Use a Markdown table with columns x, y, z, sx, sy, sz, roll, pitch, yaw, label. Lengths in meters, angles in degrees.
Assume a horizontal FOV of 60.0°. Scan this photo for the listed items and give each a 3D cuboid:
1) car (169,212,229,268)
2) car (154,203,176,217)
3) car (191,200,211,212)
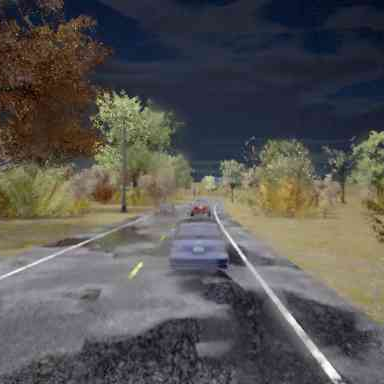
| x | y | z | sx | sy | sz | roll | pitch | yaw | label |
| --- | --- | --- | --- | --- | --- | --- | --- | --- | --- |
| 0.223 | 1.655 | 11.706 | 2.033 | 1.411 | 5.357 | 0 | 0 | 1 | car |
| -2.755 | 1.869 | 34.998 | 1.994 | 1.385 | 4.181 | 0 | 0 | 3 | car |
| 1.030 | 1.679 | 36.909 | 2.097 | 1.767 | 4.553 | 0 | 0 | 3 | car |
